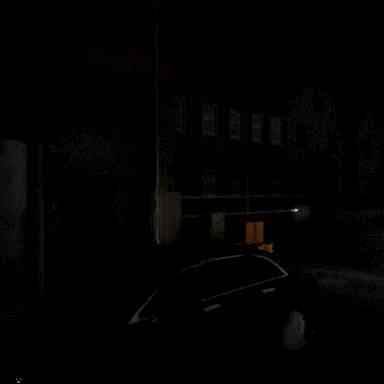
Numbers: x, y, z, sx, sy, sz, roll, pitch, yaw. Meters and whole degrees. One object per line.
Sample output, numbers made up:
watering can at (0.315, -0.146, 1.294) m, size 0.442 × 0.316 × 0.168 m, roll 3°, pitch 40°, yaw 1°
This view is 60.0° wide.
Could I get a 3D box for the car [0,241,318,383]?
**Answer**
car at (-0.257, 1.505, 4.439) m, size 4.892 × 1.490 × 1.837 m, roll 0°, pitch 0°, yaw -37°
